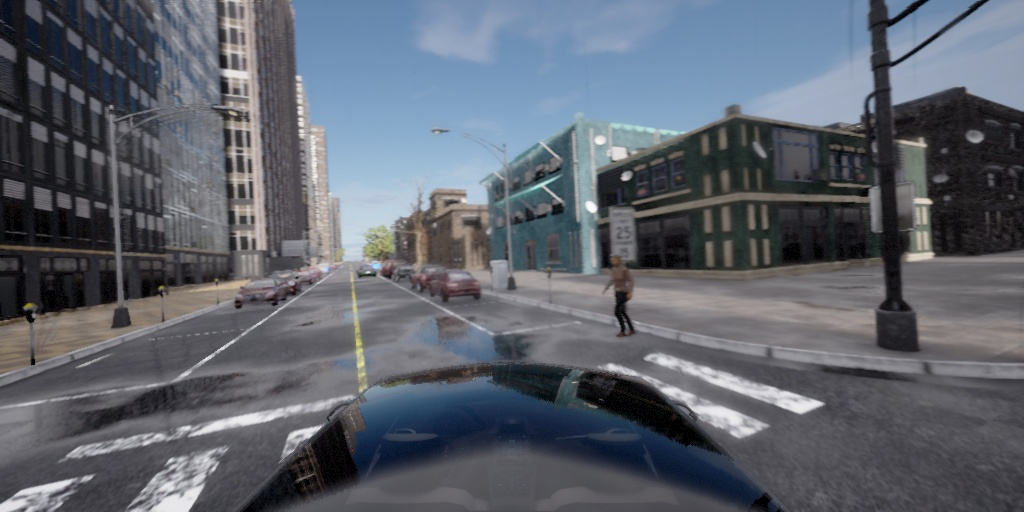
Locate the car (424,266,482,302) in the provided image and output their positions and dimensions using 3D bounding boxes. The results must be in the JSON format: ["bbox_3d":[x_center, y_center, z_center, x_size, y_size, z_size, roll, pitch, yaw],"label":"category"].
[{"bbox_3d":[-2.656,1.307,16.570,1.802,1.307,4.207,0,0,-24],"label":"car"}]

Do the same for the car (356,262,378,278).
[{"bbox_3d":[-16.887,1.806,41.834,1.994,1.385,4.181,-3,1,-24],"label":"car"}]

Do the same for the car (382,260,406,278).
[{"bbox_3d":[-11.754,1.344,36.804,2.192,1.841,5.009,0,0,-24],"label":"car"}]

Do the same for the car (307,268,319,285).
[{"bbox_3d":[-19.387,2.012,33.365,1.802,1.307,4.207,0,0,-24],"label":"car"}]

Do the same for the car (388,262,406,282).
[{"bbox_3d":[-9.479,1.506,31.746,2.007,1.370,4.403,0,0,-24],"label":"car"}]

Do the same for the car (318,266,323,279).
[{"bbox_3d":[-21.662,2.085,38.426,1.802,1.307,4.207,0,0,-24],"label":"car"}]

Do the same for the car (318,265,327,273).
[{"bbox_3d":[-23.936,2.120,43.484,1.888,1.381,4.507,0,0,-24],"label":"car"}]

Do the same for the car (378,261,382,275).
[{"bbox_3d":[-14.029,1.417,41.865,2.192,1.841,5.009,0,0,-24],"label":"car"}]

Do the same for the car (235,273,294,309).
[{"bbox_3d":[-12.563,1.785,18.192,1.802,1.307,4.207,0,0,-24],"label":"car"}]

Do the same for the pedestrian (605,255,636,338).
[{"bbox_3d":[2.342,0.832,7.755,0.375,1.860,0.375,-2,-1,-24],"label":"pedestrian"}]

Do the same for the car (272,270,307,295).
[{"bbox_3d":[-14.837,1.720,23.250,1.967,1.591,4.097,0,0,-24],"label":"car"}]

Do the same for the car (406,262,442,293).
[{"bbox_3d":[-4.931,1.243,21.631,1.967,1.591,4.097,0,0,-24],"label":"car"}]
